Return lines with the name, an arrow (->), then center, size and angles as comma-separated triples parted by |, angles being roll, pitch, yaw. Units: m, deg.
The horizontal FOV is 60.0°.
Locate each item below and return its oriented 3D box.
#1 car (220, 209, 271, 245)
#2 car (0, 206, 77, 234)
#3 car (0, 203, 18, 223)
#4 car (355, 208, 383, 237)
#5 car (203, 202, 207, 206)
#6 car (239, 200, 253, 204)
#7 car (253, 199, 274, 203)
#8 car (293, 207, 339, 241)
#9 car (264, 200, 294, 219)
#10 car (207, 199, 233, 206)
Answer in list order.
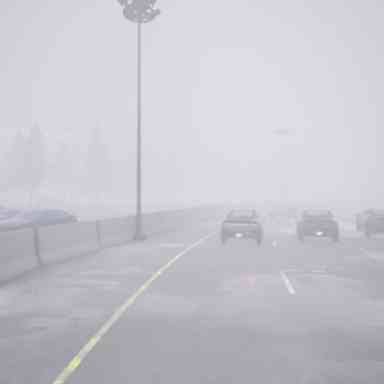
car -> 2.614, 1.627, 16.492 | 2.128, 1.511, 4.902 | 0, 0, 15
car -> -8.107, 1.607, 17.629 | 1.882, 1.535, 5.008 | 0, -1, 14
car -> -16.536, 1.676, 26.164 | 2.128, 1.511, 4.902 | 0, 0, 18
car -> 10.656, 1.671, 19.026 | 1.837, 1.490, 4.892 | 0, -1, 19
car -> 4.094, 2.090, 60.969 | 1.895, 1.301, 4.718 | 0, -1, 43
car -> 9.655, 2.027, 56.628 | 1.994, 1.385, 4.181 | 0, -1, 44
car -> 12.565, 1.958, 54.631 | 1.837, 1.490, 4.892 | -1, -1, 44
car -> 6.524, 1.654, 17.611 | 1.837, 1.490, 4.892 | 0, -1, 16
car -> 8.995, 1.817, 32.398 | 2.033, 1.411, 5.357 | 0, -1, 29
car -> 5.271, 1.986, 57.065 | 1.812, 1.442, 4.674 | 0, -1, 42
